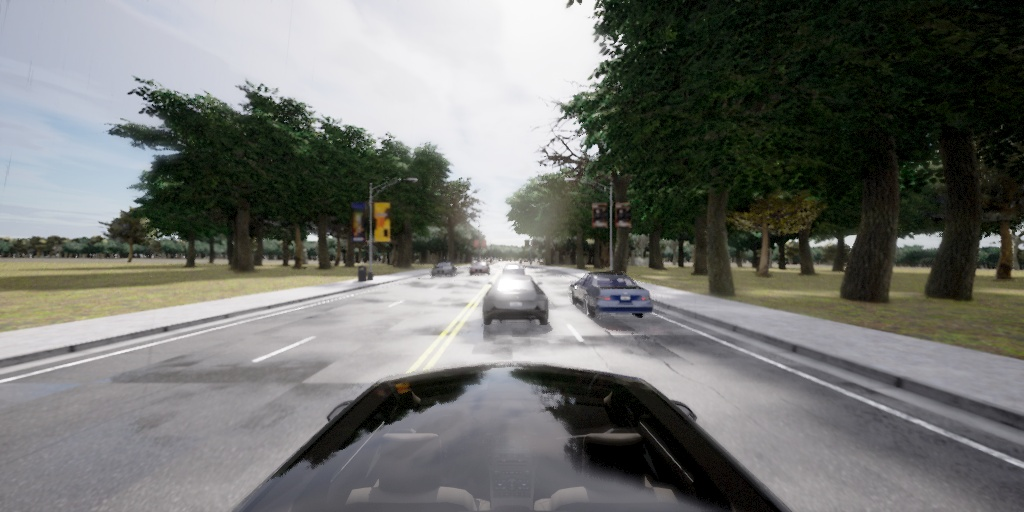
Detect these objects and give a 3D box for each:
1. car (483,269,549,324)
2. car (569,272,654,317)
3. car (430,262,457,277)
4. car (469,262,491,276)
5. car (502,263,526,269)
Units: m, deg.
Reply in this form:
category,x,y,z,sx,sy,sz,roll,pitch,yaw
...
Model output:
category,x,y,z,sx,sy,sz,roll,pitch,yaw
car,0.113,1.314,12.015,1.994,1.385,4.181,0,0,0
car,3.365,1.297,13.143,2.033,1.411,5.357,0,0,0
car,-6.541,1.317,34.857,1.994,1.385,4.181,0,0,0
car,-3.292,1.317,37.478,1.994,1.385,4.181,0,0,0
car,0.137,1.300,29.146,2.033,1.411,5.357,0,0,0
